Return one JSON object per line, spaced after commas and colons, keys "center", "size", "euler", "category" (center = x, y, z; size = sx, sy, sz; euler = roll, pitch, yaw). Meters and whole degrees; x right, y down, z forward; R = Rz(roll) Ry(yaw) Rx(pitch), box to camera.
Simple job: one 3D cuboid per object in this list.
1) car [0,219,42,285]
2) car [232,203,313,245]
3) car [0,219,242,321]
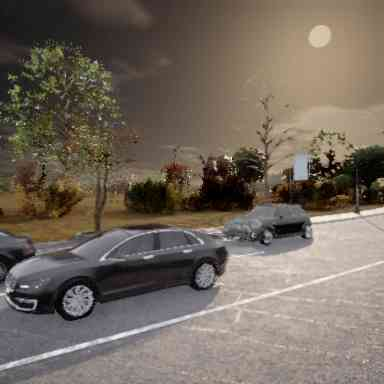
{"center": [-6.326, 1.538, 8.029], "size": [4.674, 1.442, 1.812], "euler": [0, 0, -35], "category": "car"}
{"center": [3.658, 1.356, 15.646], "size": [4.553, 1.767, 2.097], "euler": [0, 0, -38], "category": "car"}
{"center": [-1.345, 1.513, 7.421], "size": [4.892, 1.490, 1.837], "euler": [0, 0, -37], "category": "car"}
